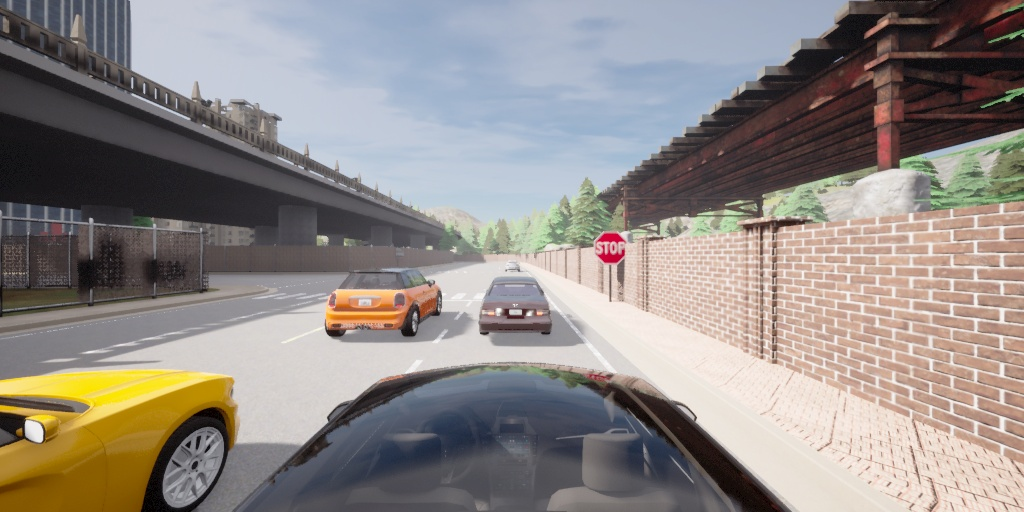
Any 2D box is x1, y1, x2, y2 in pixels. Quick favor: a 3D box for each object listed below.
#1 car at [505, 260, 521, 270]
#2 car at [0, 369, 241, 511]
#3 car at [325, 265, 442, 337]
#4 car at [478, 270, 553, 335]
[{"bbox_3d":[0.067,1.276,46.348,1.812,1.442,4.674,0,0,-1],"label":"car"},{"bbox_3d":[-3.398,1.228,1.205,1.882,1.535,5.008,0,0,0],"label":"car"},{"bbox_3d":[-3.423,1.102,10.463,2.097,1.767,4.553,0,0,0],"label":"car"},{"bbox_3d":[0.078,1.297,10.485,2.033,1.411,5.357,0,0,0],"label":"car"}]
